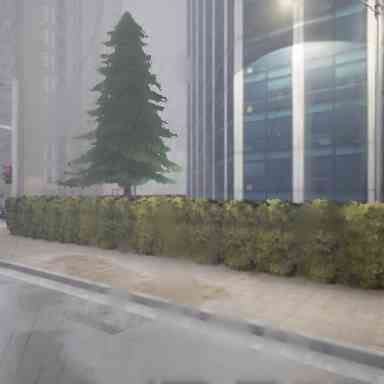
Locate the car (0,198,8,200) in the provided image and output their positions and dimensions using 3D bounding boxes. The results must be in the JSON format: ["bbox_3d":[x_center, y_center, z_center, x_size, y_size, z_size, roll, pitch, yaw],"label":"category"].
[{"bbox_3d":[-18.816,1.352,32.047,2.097,1.767,4.553,0,0,36],"label":"car"}]

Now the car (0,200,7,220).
[{"bbox_3d":[-13.458,1.564,27.152,1.994,1.385,4.181,0,0,36],"label":"car"}]
